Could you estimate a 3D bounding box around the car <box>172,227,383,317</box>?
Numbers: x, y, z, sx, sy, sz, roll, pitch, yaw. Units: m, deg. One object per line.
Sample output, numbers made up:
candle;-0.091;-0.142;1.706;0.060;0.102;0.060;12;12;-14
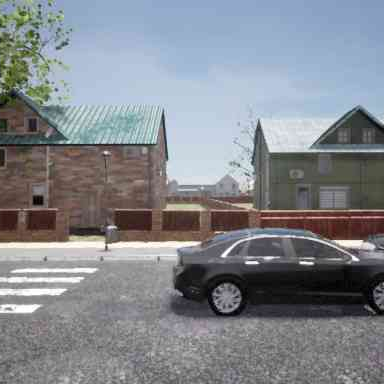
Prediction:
car;2.039;1.514;6.862;4.892;1.490;1.837;-1;-1;1
